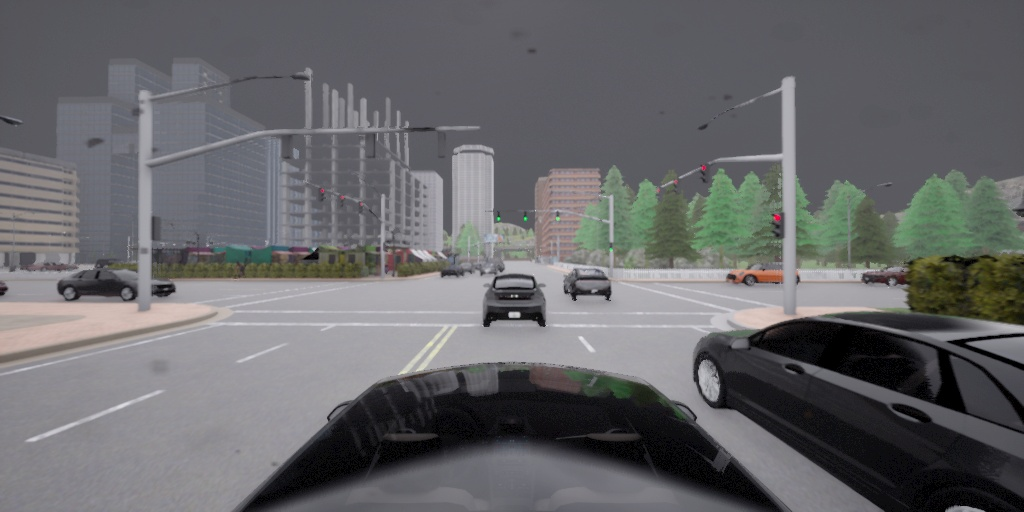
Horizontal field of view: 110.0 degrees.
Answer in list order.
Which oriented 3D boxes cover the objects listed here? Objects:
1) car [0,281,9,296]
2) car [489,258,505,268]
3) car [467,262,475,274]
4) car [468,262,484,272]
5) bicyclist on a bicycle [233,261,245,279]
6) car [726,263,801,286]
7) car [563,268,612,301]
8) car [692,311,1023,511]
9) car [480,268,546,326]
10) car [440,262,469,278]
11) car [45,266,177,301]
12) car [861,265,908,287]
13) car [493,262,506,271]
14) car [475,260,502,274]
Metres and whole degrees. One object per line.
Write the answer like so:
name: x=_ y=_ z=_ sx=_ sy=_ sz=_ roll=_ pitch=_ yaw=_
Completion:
car: x=-28.678 y=1.415 z=18.204 sx=4.674 sy=1.442 sz=1.812 roll=0 pitch=0 yaw=3
car: x=-2.435 y=1.353 z=52.092 sx=2.150 sy=2.045 sz=5.566 roll=0 pitch=0 yaw=1
car: x=-6.038 y=1.607 z=47.992 sx=1.837 sy=1.490 sz=4.892 roll=0 pitch=0 yaw=2
car: x=-5.779 y=1.741 z=57.903 sx=1.994 sy=1.385 sz=4.181 roll=0 pitch=0 yaw=1
bicyclist on a bicycle: x=-24.658 y=1.256 z=32.462 sx=0.582 sy=1.620 sz=1.656 roll=0 pitch=5 yaw=3
car: x=18.528 y=1.281 z=26.657 sx=4.553 sy=1.767 sz=2.097 roll=0 pitch=0 yaw=3
car: x=3.736 y=1.364 z=18.274 sx=2.128 sy=1.511 sz=4.902 roll=0 pitch=0 yaw=2
car: x=3.488 y=1.266 z=3.270 sx=1.837 sy=1.490 sz=4.892 roll=0 pitch=0 yaw=1
car: x=0.088 y=1.333 z=12.001 sx=1.837 sy=1.490 sz=4.892 roll=0 pitch=0 yaw=1
car: x=-6.322 y=1.633 z=38.706 sx=1.895 sy=1.301 sz=4.718 roll=0 pitch=0 yaw=3
car: x=-19.460 y=1.386 z=17.763 sx=4.892 sy=1.490 sz=1.837 roll=0 pitch=0 yaw=3
car: x=28.524 y=1.398 z=26.167 sx=5.008 sy=1.535 sz=1.882 roll=0 pitch=0 yaw=3
car: x=-2.119 y=1.758 z=62.612 sx=2.033 sy=1.411 sz=5.357 roll=0 pitch=0 yaw=1
car: x=-2.677 y=1.549 z=42.232 sx=2.128 sy=1.511 sz=4.902 roll=0 pitch=0 yaw=1
